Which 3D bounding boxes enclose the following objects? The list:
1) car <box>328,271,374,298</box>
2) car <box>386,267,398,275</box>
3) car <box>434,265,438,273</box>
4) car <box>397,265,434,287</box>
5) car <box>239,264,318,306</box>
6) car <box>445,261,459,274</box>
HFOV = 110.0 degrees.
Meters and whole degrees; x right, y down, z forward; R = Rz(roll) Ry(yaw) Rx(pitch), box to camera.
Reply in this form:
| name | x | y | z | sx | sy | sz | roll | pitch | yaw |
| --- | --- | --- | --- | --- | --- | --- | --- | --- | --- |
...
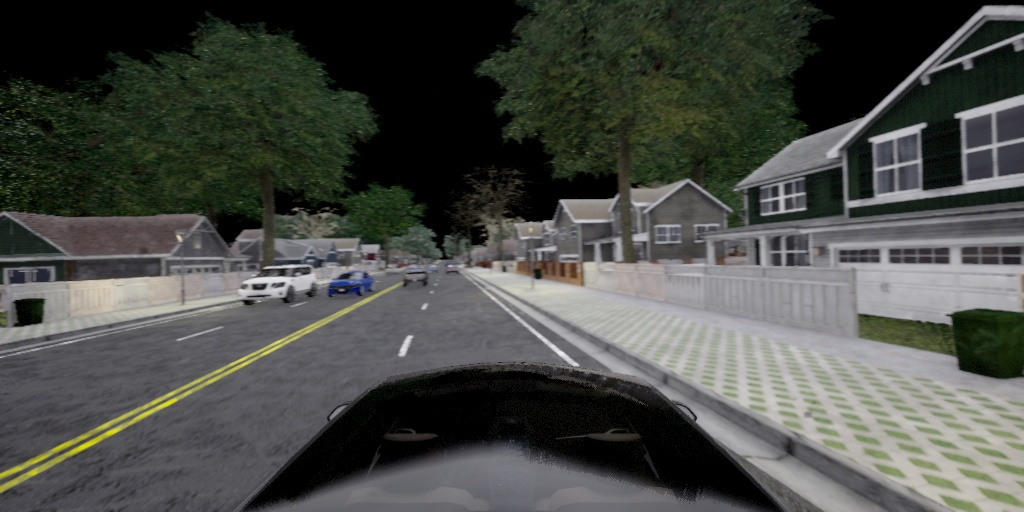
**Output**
| name | x | y | z | sx | sy | sz | roll | pitch | yaw |
| --- | --- | --- | --- | --- | --- | --- | --- | --- | --- |
| car | -10.177 | 1.709 | 22.951 | 1.882 | 1.535 | 5.008 | -2 | 0 | -10 |
| car | -20.232 | 2.468 | 61.013 | 1.895 | 1.301 | 4.718 | -2 | 0 | -10 |
| car | -13.682 | 2.194 | 61.933 | 2.033 | 1.411 | 5.357 | -2 | 0 | -10 |
| car | -7.971 | 1.696 | 30.156 | 2.128 | 1.511 | 4.902 | -2 | 0 | -10 |
| car | -13.039 | 1.535 | 20.461 | 2.150 | 2.045 | 5.566 | -2 | 0 | -10 |
| car | -8.981 | 1.969 | 54.136 | 2.033 | 1.411 | 5.357 | -2 | 0 | -10 |
